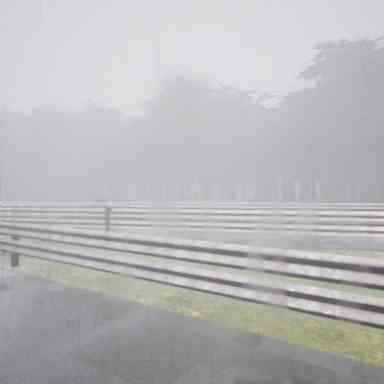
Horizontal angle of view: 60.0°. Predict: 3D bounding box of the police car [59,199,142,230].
[{"bbox_3d":[-5.415,1.249,19.371,5.238,1.638,1.930,-1,-1,22],"label":"police car"}]
